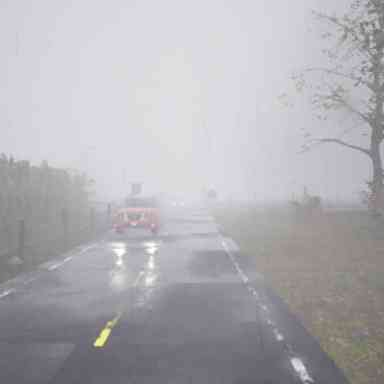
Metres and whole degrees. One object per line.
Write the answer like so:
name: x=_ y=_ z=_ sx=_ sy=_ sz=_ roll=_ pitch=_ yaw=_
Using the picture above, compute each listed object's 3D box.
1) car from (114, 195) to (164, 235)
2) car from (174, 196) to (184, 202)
car: x=-2.837 y=1.201 z=19.033 sx=2.150 sy=2.045 sz=5.566 roll=0 pitch=0 yaw=0
car: x=-2.740 y=1.423 z=70.064 sx=1.895 sy=1.301 sz=4.718 roll=0 pitch=0 yaw=0
